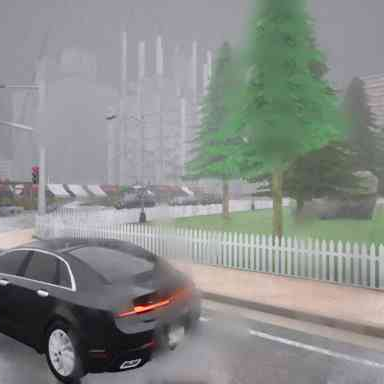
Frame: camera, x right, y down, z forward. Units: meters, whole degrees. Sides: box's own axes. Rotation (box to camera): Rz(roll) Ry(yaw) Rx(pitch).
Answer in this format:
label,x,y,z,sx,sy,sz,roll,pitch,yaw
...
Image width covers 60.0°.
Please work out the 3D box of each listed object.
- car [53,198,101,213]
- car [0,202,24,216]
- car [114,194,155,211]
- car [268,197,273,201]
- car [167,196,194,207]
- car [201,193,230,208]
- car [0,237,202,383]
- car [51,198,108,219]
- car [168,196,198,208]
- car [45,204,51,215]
label,x,y,z,sx,sy,sz,roll,pitch,yaw
car,-12.862,1.477,37.551,1.882,1.535,5.008,0,0,34
car,-17.996,1.601,30.017,1.895,1.301,4.718,0,0,36
car,-6.832,1.221,40.253,2.150,2.045,5.566,0,0,34
car,14.956,1.564,59.811,1.994,1.385,4.181,0,0,34
car,-1.864,1.505,53.879,1.837,1.490,4.892,0,0,34
car,3.489,1.221,49.000,2.150,2.045,5.566,0,0,34
car,-2.143,1.505,5.454,4.892,1.490,1.837,0,0,36
car,-9.608,1.525,29.447,1.812,1.442,4.674,0,0,34
car,-1.130,1.352,48.717,2.097,1.767,4.553,0,0,34
car,-12.302,1.491,32.104,2.128,1.511,4.902,0,0,34
